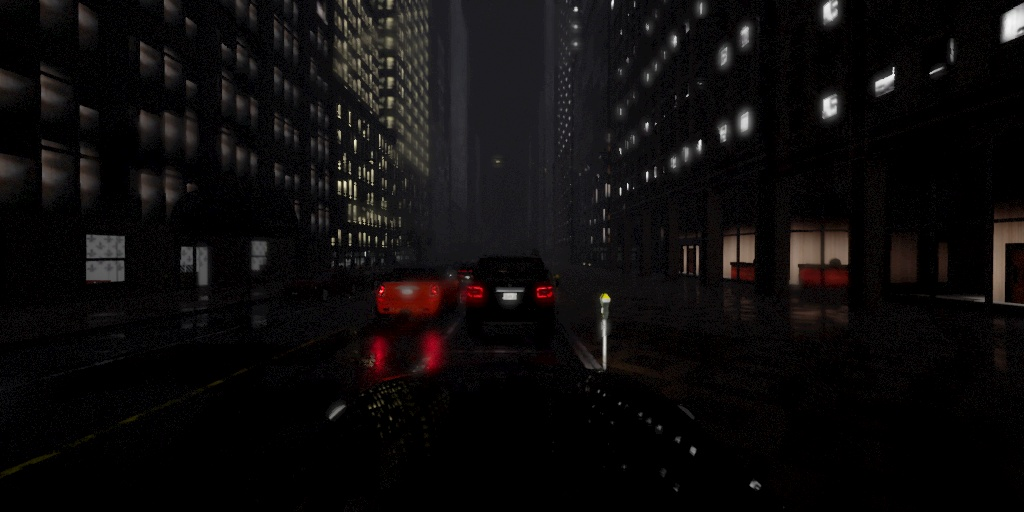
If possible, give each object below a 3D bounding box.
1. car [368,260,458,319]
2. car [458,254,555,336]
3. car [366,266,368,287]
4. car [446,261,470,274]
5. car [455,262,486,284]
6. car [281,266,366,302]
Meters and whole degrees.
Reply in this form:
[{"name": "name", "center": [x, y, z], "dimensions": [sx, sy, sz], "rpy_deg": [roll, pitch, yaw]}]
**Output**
[{"name": "car", "center": [-3.147, 1.101, 12.906], "dimensions": [2.097, 1.767, 4.553], "rpy_deg": [0, 0, 0]}, {"name": "car", "center": [-0.039, 0.976, 10.531], "dimensions": [2.150, 2.045, 5.566], "rpy_deg": [0, 0, 0]}, {"name": "car", "center": [-8.838, 1.297, 22.523], "dimensions": [2.007, 1.370, 4.403], "rpy_deg": [0, 0, 0]}, {"name": "car", "center": [-6.213, 1.290, 41.818], "dimensions": [2.033, 1.411, 5.357], "rpy_deg": [0, 0, 0]}, {"name": "car", "center": [-3.062, 1.249, 27.507], "dimensions": [1.837, 1.490, 4.892], "rpy_deg": [0, 0, 0]}, {"name": "car", "center": [-8.837, 1.292, 16.839], "dimensions": [1.888, 1.381, 4.507], "rpy_deg": [0, 0, 0]}]
